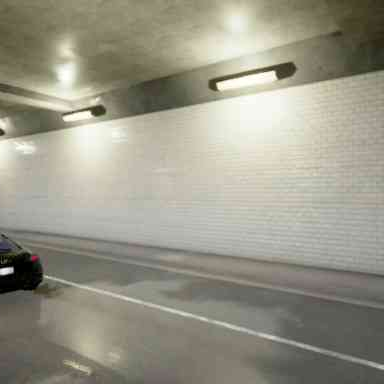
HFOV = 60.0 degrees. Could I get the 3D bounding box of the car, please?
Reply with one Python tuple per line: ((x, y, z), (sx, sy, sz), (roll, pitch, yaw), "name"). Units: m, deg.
((-5.404, 1.572, 7.891), (4.181, 1.385, 1.994), (0, 0, 36), "car")
